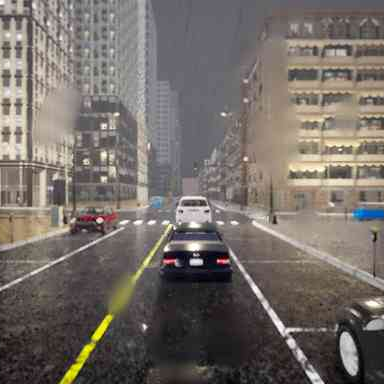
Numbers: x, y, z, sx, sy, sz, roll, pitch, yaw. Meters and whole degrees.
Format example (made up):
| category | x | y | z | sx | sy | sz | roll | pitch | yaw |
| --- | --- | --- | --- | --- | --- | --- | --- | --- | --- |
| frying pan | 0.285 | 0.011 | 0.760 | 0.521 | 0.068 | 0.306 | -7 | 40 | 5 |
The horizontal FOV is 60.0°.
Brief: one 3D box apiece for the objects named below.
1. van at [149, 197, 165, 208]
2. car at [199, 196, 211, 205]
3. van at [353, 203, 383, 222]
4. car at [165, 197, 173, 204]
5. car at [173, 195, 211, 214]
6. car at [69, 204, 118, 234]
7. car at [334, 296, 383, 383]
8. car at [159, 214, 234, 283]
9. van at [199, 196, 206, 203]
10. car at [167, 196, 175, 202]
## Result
| category | x | y | z | sx | sy | sz | roll | pitch | yaw |
| --- | --- | --- | --- | --- | --- | --- | --- | --- | --- |
| van | -5.711 | 1.637 | 52.095 | 1.690 | 1.788 | 3.998 | 0 | 0 | 0 |
| car | 2.663 | 1.712 | 68.752 | 2.192 | 1.841 | 5.009 | 0 | 0 | 0 |
| van | 16.918 | 1.872 | 30.361 | 3.998 | 1.788 | 1.690 | 1 | -1 | 0 |
| car | -5.719 | 1.955 | 74.127 | 1.752 | 1.417 | 4.829 | 0 | 0 | 0 |
| car | 0.094 | 1.346 | 22.441 | 2.150 | 2.045 | 5.566 | 0 | 0 | 0 |
| car | -5.699 | 1.549 | 19.621 | 1.967 | 1.590 | 4.097 | 0 | 0 | 0 |
| car | 2.689 | 1.566 | 2.677 | 2.008 | 1.369 | 4.403 | 0 | 0 | 0 |
| car | 0.094 | 1.602 | 9.831 | 2.033 | 1.411 | 5.357 | 0 | 0 | 0 |
| van | 2.656 | 1.841 | 85.404 | 1.690 | 1.788 | 3.998 | 0 | 0 | 0 |
| car | -5.726 | 1.976 | 90.950 | 1.967 | 1.590 | 4.097 | 0 | 0 | 0 |
